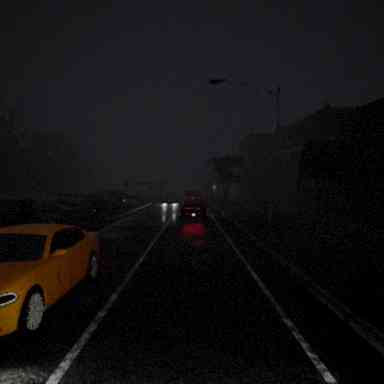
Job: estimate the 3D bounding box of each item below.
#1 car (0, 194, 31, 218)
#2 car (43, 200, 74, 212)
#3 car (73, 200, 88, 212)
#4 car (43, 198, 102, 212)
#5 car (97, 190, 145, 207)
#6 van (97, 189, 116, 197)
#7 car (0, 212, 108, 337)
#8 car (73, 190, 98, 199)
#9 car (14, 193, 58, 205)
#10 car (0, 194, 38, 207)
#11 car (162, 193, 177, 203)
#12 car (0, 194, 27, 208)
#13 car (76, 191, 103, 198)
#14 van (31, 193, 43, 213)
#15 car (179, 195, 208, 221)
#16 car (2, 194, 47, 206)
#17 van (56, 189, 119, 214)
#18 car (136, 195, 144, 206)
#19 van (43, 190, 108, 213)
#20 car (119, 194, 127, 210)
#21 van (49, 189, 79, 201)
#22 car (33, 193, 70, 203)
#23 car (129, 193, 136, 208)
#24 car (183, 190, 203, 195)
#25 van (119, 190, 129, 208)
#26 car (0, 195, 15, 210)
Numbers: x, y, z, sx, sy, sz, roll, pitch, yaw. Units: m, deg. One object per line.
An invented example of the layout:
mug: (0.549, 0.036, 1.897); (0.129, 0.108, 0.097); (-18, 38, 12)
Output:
car: (-8.912, 1.149, 11.268); (5.566, 2.045, 2.435); (0, 0, 0)
car: (-8.952, 1.354, 16.879); (4.892, 1.521, 2.231); (0, 1, 0)
car: (-8.946, 1.366, 19.682); (4.674, 1.452, 2.002); (0, 1, 0)
car: (-8.981, 1.325, 22.490); (4.792, 1.488, 2.163); (0, 1, 0)
car: (-8.944, 0.762, 42.109); (5.566, 2.045, 2.435); (0, 1, 0)
van: (-21.980, 0.149, 85.628); (4.442, 1.987, 1.878); (0, 1, 0)
car: (-3.348, 1.418, 6.760); (1.882, 1.535, 5.008); (0, 0, 0)
car: (-22.111, 0.488, 68.980); (4.553, 1.767, 2.185); (0, 1, 0)
car: (-21.871, 0.941, 46.779); (5.366, 1.575, 1.946); (0, 1, 0)
car: (-22.057, 1.028, 41.230); (4.892, 1.521, 2.231); (0, 1, 0)
car: (-3.311, 0.910, 50.310); (1.837, 1.490, 4.892); (0, 1, 0)
car: (-22.054, 1.069, 38.454); (5.008, 1.535, 2.097); (0, 1, 0)
car: (-22.089, 0.573, 71.758); (5.008, 1.535, 2.097); (0, 1, 0)
van: (-9.060, 1.154, 14.069); (4.442, 1.987, 1.878); (0, 1, 0)
car: (0.107, 1.255, 24.867); (1.837, 1.490, 4.892); (0, 1, 0)
car: (-22.083, 1.015, 44.005); (4.792, 1.488, 2.163); (0, 1, 0)
van: (-8.841, 0.996, 28.091); (4.442, 1.987, 1.878); (0, 1, 0)
car: (-8.784, 1.052, 39.310); (5.366, 1.575, 1.946); (0, 1, 0)
van: (-9.071, 1.033, 25.289); (4.442, 1.987, 1.878); (0, 1, 0)
car: (-8.955, 1.181, 30.901); (5.008, 1.535, 2.097); (0, 1, 0)
van: (-22.185, 0.552, 57.877); (4.442, 1.987, 1.878); (0, 1, 0)
car: (-22.034, 0.890, 52.331); (4.792, 1.488, 2.163); (0, 1, 0)
car: (-8.969, 1.137, 36.507); (4.674, 1.452, 2.002); (0, 1, 0)
car: (0.113, 0.764, 41.063); (2.150, 2.045, 5.566); (0, 1, 0)
van: (-9.080, 0.913, 33.700); (4.442, 1.987, 1.878); (0, 1, 0)
car: (-22.050, 1.110, 35.678); (5.008, 1.535, 2.097); (0, 1, 0)
